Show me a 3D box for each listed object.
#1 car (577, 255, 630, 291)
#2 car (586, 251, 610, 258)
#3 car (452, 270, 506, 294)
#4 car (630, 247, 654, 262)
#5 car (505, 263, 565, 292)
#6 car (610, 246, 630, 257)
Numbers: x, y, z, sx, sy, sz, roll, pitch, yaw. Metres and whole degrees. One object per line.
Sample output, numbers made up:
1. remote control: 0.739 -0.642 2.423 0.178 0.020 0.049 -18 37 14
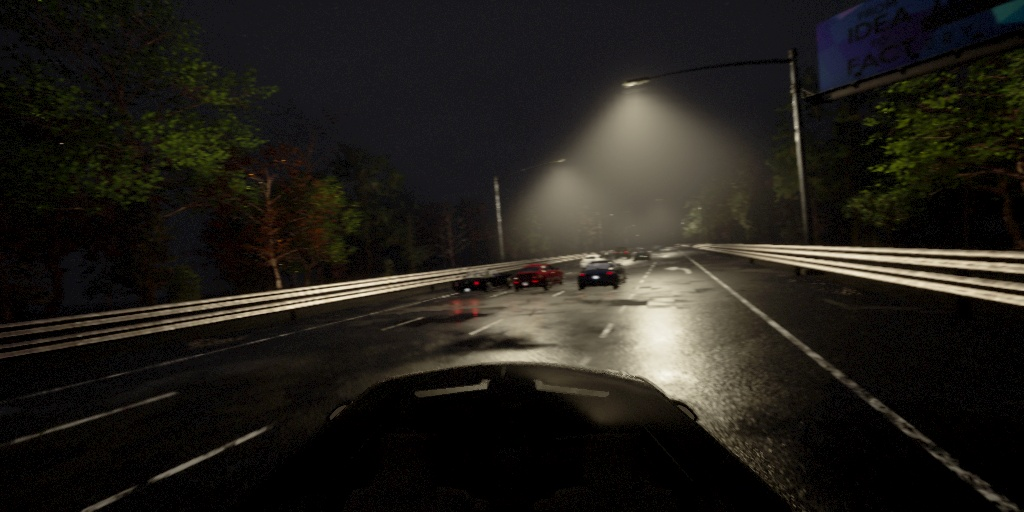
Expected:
1. car: 4.743 0.909 18.727 1.994 1.385 4.181 -5 0 24
2. car: 7.874 0.612 34.549 1.812 1.442 4.674 -5 0 24
3. car: -1.571 1.485 21.685 1.895 1.301 4.718 -5 0 24
4. car: 16.682 -0.080 45.916 1.994 1.385 4.181 -5 0 24
5. car: 1.581 1.140 20.205 1.812 1.442 4.674 -5 0 24
6. car: 17.521 -0.470 56.582 2.150 2.045 5.566 -5 0 24
